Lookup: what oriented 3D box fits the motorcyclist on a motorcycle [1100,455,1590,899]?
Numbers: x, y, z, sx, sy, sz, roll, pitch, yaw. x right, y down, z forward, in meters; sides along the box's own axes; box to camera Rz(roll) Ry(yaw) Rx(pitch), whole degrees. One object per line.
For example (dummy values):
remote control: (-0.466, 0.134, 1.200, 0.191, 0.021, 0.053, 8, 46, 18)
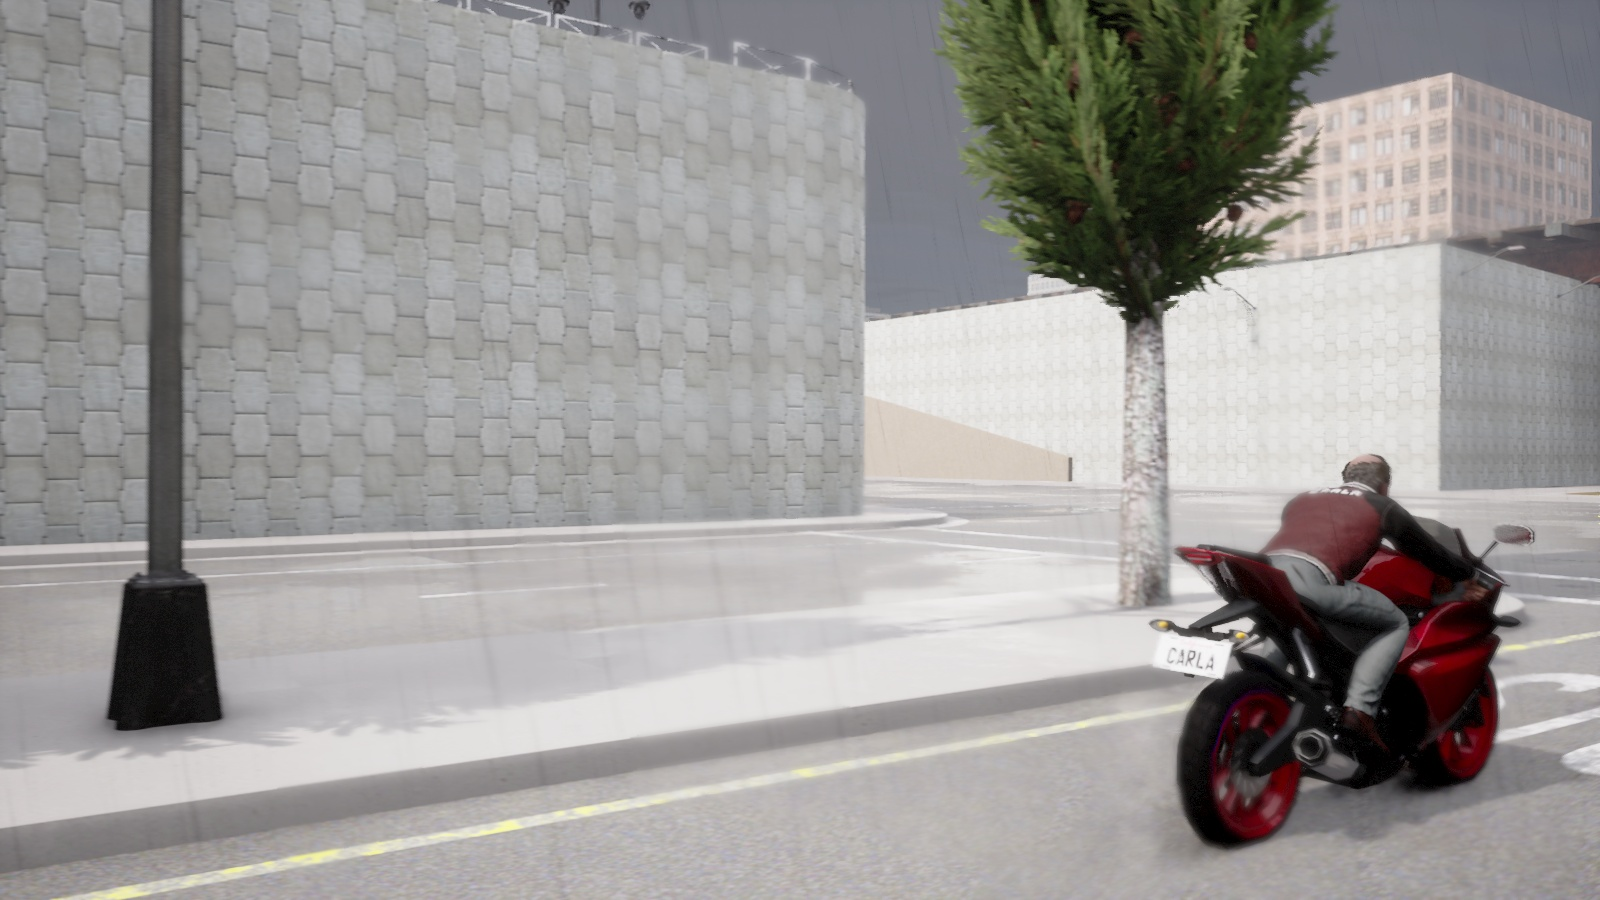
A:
motorcyclist on a motorcycle: (2.350, 0.788, 5.294, 2.191, 1.530, 0.866, 0, 0, -35)
